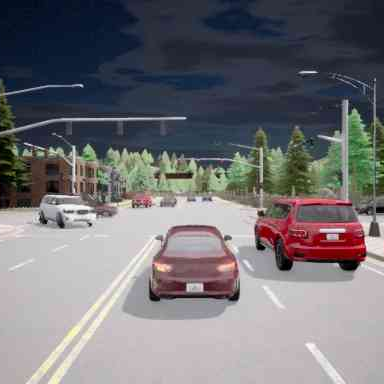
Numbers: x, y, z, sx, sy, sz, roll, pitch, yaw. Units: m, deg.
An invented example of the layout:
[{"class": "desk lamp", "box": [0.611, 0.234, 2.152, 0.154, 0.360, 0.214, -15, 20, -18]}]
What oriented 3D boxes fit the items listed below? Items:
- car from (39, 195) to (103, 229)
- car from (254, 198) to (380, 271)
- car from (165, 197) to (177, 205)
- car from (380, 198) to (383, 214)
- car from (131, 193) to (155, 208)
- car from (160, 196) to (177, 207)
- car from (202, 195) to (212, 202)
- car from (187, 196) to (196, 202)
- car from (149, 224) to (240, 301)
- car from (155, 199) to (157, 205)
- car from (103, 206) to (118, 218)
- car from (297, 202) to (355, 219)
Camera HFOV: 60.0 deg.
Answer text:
[{"class": "car", "box": [-8.431, 1.223, 22.325, 2.150, 2.045, 5.566, 2, -2, -42]}, {"class": "car", "box": [3.553, 1.221, 11.066, 2.150, 2.045, 5.566, 0, 0, 0]}, {"class": "car", "box": [-3.700, 1.564, 59.792, 1.994, 1.385, 4.181, 0, 0, 0]}, {"class": "car", "box": [18.261, 1.352, 32.457, 4.553, 1.767, 2.097, 0, 0, 0]}, {"class": "car", "box": [-7.169, 1.221, 47.908, 2.150, 2.045, 5.566, 0, 0, 2]}, {"class": "car", "box": [-3.702, 1.352, 51.184, 2.097, 1.767, 4.553, 0, 0, 0]}, {"class": "car", "box": [3.356, 1.355, 74.348, 2.097, 1.767, 4.553, 0, 0, 0]}, {"class": "car", "box": [-0.152, 1.553, 74.575, 1.994, 1.385, 4.181, 0, 0, 0]}, {"class": "car", "box": [0.046, 1.526, 8.185, 1.812, 1.442, 4.674, 0, 0, 0]}, {"class": "car", "box": [-7.205, 1.525, 57.307, 1.812, 1.442, 4.674, 0, 0, 0]}, {"class": "car", "box": [-8.836, 1.525, 29.116, 4.674, 1.442, 1.812, 0, 0, 0]}, {"class": "car", "box": [11.483, 1.564, 28.770, 4.181, 1.385, 1.994, 0, 0, 0]}]
